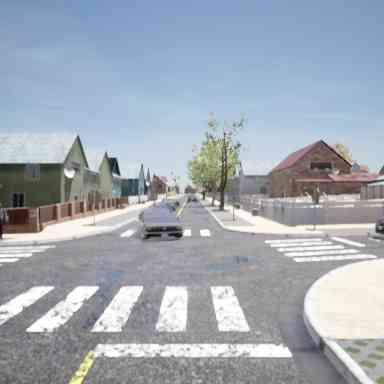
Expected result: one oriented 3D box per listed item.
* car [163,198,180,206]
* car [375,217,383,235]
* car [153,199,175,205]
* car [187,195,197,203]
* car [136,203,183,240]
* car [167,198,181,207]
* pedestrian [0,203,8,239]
[{"bbox_3d":[-2.857,1.483,39.718,2.128,1.511,4.902,0,0,0],"label":"car"},{"bbox_3d":[10.349,1.215,14.028,4.892,1.490,1.837,-2,-1,0],"label":"car"},{"bbox_3d":[-2.855,1.560,29.097,1.994,1.385,4.181,0,0,0],"label":"car"},{"bbox_3d":[0.077,1.326,68.907,2.097,1.767,4.553,0,0,0],"label":"car"},{"bbox_3d":[-1.876,1.548,17.468,2.033,1.411,5.357,0,0,-14],"label":"car"},{"bbox_3d":[-2.832,1.588,52.065,1.895,1.301,4.718,0,0,0],"label":"car"},{"bbox_3d":[-9.696,1.458,16.816,0.375,1.860,0.375,0,0,0],"label":"pedestrian"}]
